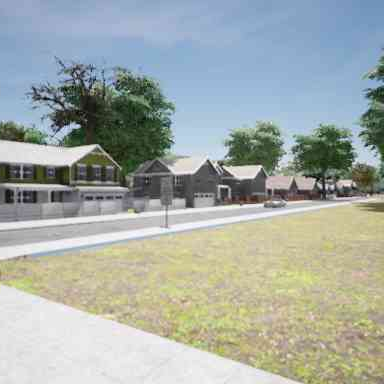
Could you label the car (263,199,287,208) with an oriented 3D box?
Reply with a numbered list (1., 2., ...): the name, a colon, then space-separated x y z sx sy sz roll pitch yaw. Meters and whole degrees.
1. car: 12.048 1.628 48.234 1.895 1.301 4.718 0 0 35
